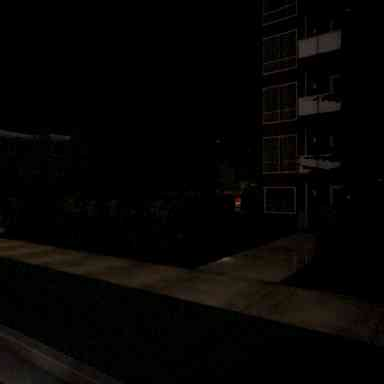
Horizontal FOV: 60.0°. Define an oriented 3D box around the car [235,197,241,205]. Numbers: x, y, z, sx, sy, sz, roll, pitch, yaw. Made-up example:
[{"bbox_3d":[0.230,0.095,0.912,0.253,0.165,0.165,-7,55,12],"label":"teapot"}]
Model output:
[{"bbox_3d":[9.336,1.478,58.051,1.882,1.535,5.008,0,0,36],"label":"car"}]
